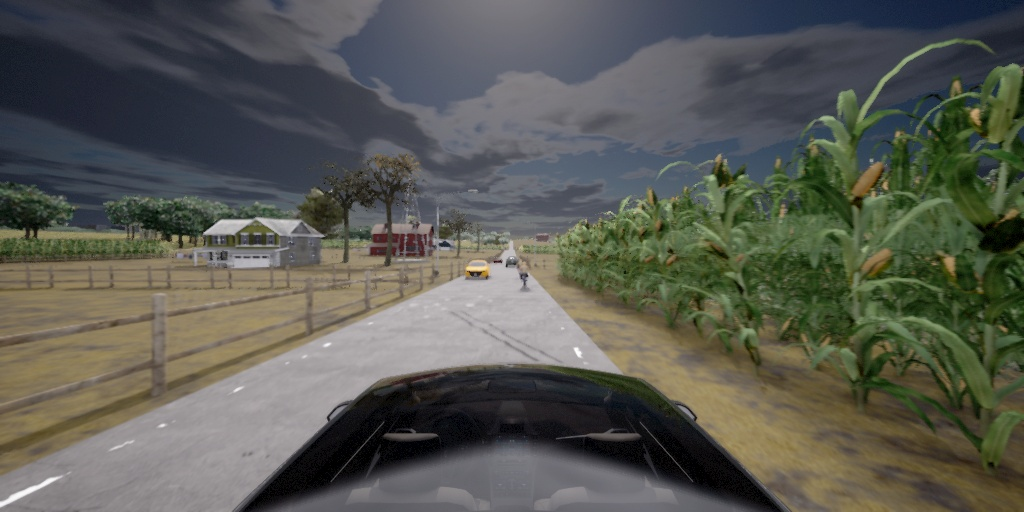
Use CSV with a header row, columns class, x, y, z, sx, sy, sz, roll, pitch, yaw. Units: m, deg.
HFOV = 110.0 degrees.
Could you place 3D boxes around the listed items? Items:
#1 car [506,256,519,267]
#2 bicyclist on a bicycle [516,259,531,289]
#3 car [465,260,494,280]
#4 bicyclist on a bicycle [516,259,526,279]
class,x,y,z,sx,sy,sz,roll,pitch,yaw
car,0.057,0.843,56.982,2.097,1.767,4.553,0,0,0
bicyclist on a bicycle,0.752,1.124,21.344,0.866,1.612,1.509,0,0,0
car,-2.846,1.122,30.497,1.882,1.535,5.008,0,0,0
bicyclist on a bicycle,0.734,1.081,30.462,0.866,1.612,1.509,0,0,0
